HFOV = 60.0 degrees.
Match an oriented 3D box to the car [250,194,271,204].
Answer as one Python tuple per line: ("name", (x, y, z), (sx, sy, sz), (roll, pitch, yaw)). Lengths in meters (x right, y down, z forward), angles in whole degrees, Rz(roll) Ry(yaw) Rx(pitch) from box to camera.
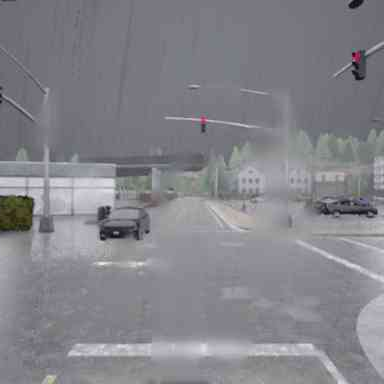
("car", (13.564, 1.548, 65.853), (3.806, 1.475, 1.970), (0, 0, 0))

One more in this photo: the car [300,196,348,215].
("car", (13.353, 1.421, 31.597), (5.027, 1.636, 2.152), (0, 0, 0))

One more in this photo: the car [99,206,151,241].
("car", (-3.286, 1.526, 17.077), (1.882, 1.535, 5.008), (0, 0, 1))

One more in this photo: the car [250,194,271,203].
("car", (14.201, 1.273, 69.174), (3.866, 1.878, 1.905), (0, 0, 0))

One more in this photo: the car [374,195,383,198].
("car", (39.128, 1.429, 68.974), (3.806, 1.475, 1.970), (0, 0, 0))

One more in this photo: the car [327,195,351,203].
("car", (32.108, 1.505, 72.691), (4.514, 1.523, 2.007), (0, 0, 0))

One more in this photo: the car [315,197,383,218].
("car", (13.381, 1.421, 28.460), (4.514, 1.523, 2.007), (0, 0, 0))

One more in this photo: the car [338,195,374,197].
("car", (21.118, 1.444, 43.383), (3.633, 1.501, 1.845), (0, 0, 0))

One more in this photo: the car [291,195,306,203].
("car", (22.044, 1.285, 65.827), (4.605, 1.855, 1.932), (0, 0, 0))
